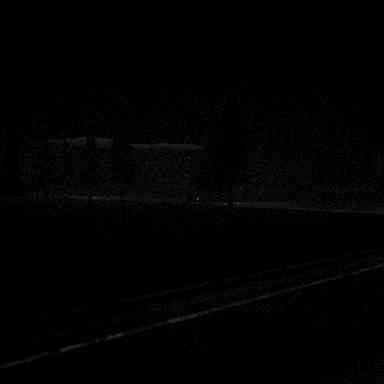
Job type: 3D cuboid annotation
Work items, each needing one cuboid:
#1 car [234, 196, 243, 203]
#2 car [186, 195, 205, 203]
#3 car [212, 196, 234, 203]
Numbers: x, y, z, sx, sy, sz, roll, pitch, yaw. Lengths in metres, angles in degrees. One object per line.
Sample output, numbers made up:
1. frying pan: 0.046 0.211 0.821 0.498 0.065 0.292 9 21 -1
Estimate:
1. car: 8.519 1.515 69.572 2.128 1.511 4.902 0 0 -36
2. car: 0.763 1.401 68.357 2.097 1.767 4.553 0 0 -36
3. car: 5.653 1.593 67.546 1.895 1.301 4.718 0 0 -35
